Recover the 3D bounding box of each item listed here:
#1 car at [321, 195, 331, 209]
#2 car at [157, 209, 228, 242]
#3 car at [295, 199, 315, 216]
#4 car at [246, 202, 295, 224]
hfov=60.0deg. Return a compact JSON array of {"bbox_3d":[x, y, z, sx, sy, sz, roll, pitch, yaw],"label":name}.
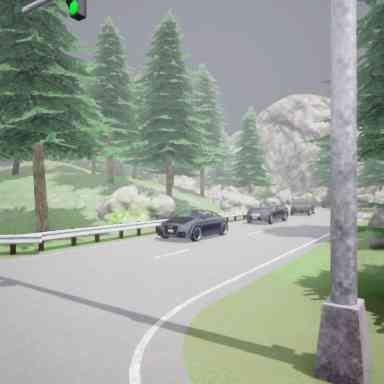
[{"bbox_3d":[18.702,1.331,43.128,2.150,2.045,5.566,3,0,0],"label":"car"},{"bbox_3d":[0.142,1.583,16.782,1.994,1.385,4.181,0,0,34],"label":"car"},{"bbox_3d":[11.249,1.526,33.607,1.837,1.490,4.892,0,0,27],"label":"car"},{"bbox_3d":[5.727,1.512,25.010,2.128,1.511,4.902,0,0,34],"label":"car"}]
